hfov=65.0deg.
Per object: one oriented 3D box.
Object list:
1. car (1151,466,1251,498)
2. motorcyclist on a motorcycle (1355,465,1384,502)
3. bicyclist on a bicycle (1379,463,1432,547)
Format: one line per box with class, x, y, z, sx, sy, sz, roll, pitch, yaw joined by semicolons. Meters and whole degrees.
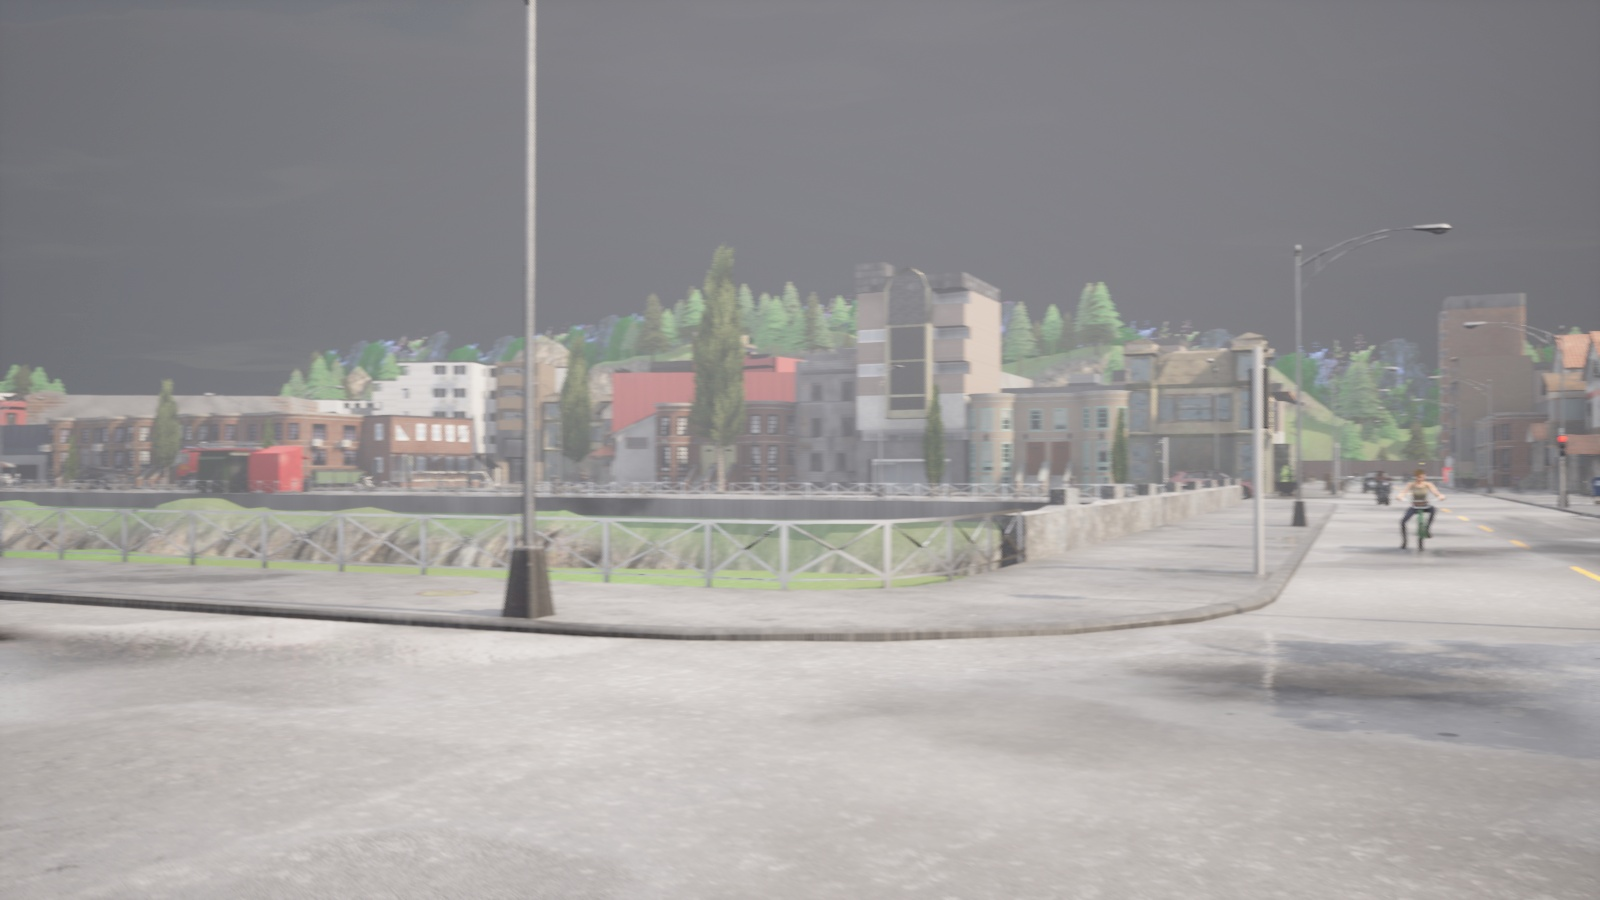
car;21.300;1.694;66.729;4.856;1.649;2.033;-1;-1;24
motorcyclist on a motorcycle;26.068;1.522;57.496;0.766;1.649;2.350;-2;-1;14
bicyclist on a bicycle;12.034;1.075;24.998;0.866;1.612;1.509;-1;-1;23
